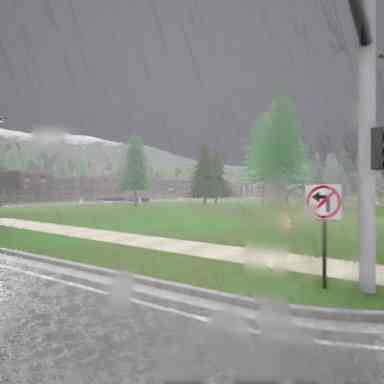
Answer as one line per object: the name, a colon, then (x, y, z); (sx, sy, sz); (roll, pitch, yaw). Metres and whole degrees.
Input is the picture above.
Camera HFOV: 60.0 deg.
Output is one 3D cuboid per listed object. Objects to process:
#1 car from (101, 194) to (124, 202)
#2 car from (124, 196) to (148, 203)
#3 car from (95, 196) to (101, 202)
car: (-17.246, 1.449, 74.898); (1.882, 1.535, 5.008); (0, 0, 35)
car: (-11.524, 1.568, 70.865); (1.895, 1.301, 4.718); (0, 0, 35)
car: (-20.098, 1.325, 76.926); (2.097, 1.767, 4.553); (0, 0, 35)
